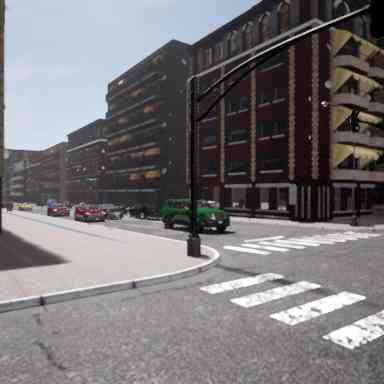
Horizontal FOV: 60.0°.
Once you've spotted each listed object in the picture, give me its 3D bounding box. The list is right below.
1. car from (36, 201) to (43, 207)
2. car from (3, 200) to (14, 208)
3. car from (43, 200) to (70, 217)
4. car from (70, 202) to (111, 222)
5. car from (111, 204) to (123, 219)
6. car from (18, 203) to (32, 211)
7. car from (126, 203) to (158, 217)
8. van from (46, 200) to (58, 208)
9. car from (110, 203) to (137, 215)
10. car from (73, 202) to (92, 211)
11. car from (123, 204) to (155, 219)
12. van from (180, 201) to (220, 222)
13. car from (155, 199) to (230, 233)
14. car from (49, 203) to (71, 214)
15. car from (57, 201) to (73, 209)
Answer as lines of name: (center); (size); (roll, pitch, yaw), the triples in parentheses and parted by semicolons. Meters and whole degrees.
car: (-39.024, 3.090, 86.062); (1.947, 1.339, 4.313); (-1, 0, -36)
car: (-42.479, 2.714, 76.627); (2.192, 1.841, 5.009); (-1, 0, -36)
car: (-16.097, 2.090, 40.001); (1.967, 1.590, 4.097); (-1, 0, -36)
car: (-9.502, 1.904, 30.845); (1.967, 1.590, 4.097); (-1, 0, -36)
car: (-8.588, 1.998, 33.980); (2.128, 1.511, 4.902); (0, -1, -36)
car: (-29.185, 2.546, 58.175); (1.752, 1.417, 4.829); (-1, 0, -36)
car: (-6.151, 2.115, 40.419); (1.752, 1.417, 4.829); (-1, 0, -36)
van: (-32.435, 2.676, 76.908); (1.690, 1.788, 3.998); (-1, 0, -36)
car: (-9.348, 2.246, 44.859); (1.947, 1.339, 4.313); (-1, 0, -36)
car: (-19.340, 2.489, 58.732); (1.752, 1.417, 4.829); (-1, 0, -36)
car: (-4.986, 1.967, 34.451); (1.882, 1.535, 5.008); (0, -1, -36)
van: (0.677, 1.743, 31.225); (1.690, 1.788, 3.998); (-1, 0, -36)
car: (0.074, 1.485, 21.947); (2.150, 2.045, 5.566); (0, -1, -36)
car: (-19.758, 2.418, 49.654); (1.994, 1.385, 4.181); (0, -1, -36)
car: (-25.837, 2.588, 67.750); (1.967, 1.590, 4.097); (-1, 0, -36)
